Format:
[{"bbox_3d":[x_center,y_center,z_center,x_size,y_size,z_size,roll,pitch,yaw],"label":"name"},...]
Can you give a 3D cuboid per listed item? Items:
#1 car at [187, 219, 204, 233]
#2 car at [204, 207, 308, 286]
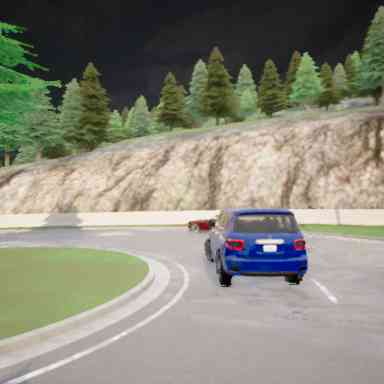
[{"bbox_3d":[1.949,2.207,23.016,4.718,1.301,1.895,-2,-2,39],"label":"car"},{"bbox_3d":[1.744,1.486,10.456,2.150,2.045,5.566,0,-2,-2],"label":"car"}]
